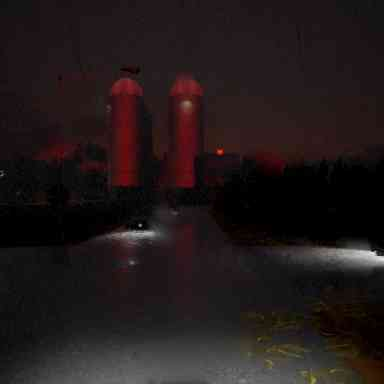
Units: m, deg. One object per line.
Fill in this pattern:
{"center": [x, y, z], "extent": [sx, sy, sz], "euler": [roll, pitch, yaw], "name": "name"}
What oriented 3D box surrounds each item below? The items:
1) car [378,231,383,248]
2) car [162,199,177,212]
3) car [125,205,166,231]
{"center": [8.975, 1.575, 11.788], "extent": [4.181, 1.385, 1.994], "euler": [0, 0, -2], "name": "car"}
{"center": [-3.091, 1.811, 46.358], "extent": [1.837, 1.490, 4.892], "euler": [0, 0, 0], "name": "car"}
{"center": [-3.106, 1.829, 22.108], "extent": [1.994, 1.385, 4.181], "euler": [0, 0, 1], "name": "car"}
